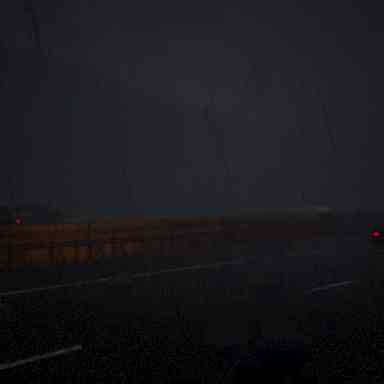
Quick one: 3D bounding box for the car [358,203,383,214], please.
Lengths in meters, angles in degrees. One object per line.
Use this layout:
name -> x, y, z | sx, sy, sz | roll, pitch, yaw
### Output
car -> 24.075, 2.164, 43.765 | 4.674, 1.442, 1.812 | 1, -1, -20

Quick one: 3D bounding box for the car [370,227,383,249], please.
car -> 9.841, 1.777, 14.034 | 5.357, 1.411, 2.033 | 1, -1, -29

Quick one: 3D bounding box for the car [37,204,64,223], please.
car -> -11.000, 1.548, 21.786 | 4.892, 1.490, 1.837 | 1, -1, -34

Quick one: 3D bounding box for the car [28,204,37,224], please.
car -> -11.183, 1.483, 17.411 | 5.008, 1.535, 1.882 | 1, -1, -35

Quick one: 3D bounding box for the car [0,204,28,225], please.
car -> -9.780, 1.347, 14.106 | 4.553, 1.767, 2.097 | 1, -1, -35

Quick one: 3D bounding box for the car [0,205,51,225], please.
car -> -13.163, 1.641, 24.569 | 4.718, 1.301, 1.895 | 1, -1, -34
